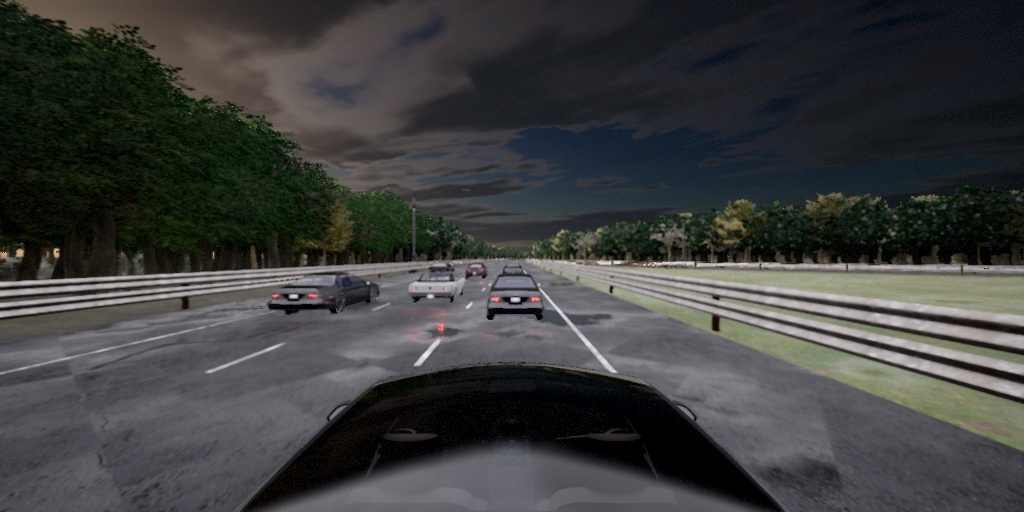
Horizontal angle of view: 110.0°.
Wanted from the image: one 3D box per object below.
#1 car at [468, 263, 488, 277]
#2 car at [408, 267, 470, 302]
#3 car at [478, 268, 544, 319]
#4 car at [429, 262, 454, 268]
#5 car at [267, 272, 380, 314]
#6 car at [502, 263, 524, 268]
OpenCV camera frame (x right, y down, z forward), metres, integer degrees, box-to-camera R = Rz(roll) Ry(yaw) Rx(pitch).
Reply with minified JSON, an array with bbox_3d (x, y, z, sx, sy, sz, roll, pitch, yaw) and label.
[{"bbox_3d":[-3.401,1.398,34.941,1.812,1.442,4.674,0,0,0],"label":"car"},{"bbox_3d":[-3.405,1.403,17.235,1.895,1.301,4.718,0,0,0],"label":"car"},{"bbox_3d":[0.099,1.335,12.986,2.033,1.411,5.357,0,0,0],"label":"car"},{"bbox_3d":[-6.900,1.348,35.452,1.882,1.535,5.008,0,0,0],"label":"car"},{"bbox_3d":[-6.902,1.338,13.853,2.033,1.411,5.357,0,0,0],"label":"car"},{"bbox_3d":[0.097,1.360,33.837,2.128,1.511,4.902,0,0,0],"label":"car"}]
